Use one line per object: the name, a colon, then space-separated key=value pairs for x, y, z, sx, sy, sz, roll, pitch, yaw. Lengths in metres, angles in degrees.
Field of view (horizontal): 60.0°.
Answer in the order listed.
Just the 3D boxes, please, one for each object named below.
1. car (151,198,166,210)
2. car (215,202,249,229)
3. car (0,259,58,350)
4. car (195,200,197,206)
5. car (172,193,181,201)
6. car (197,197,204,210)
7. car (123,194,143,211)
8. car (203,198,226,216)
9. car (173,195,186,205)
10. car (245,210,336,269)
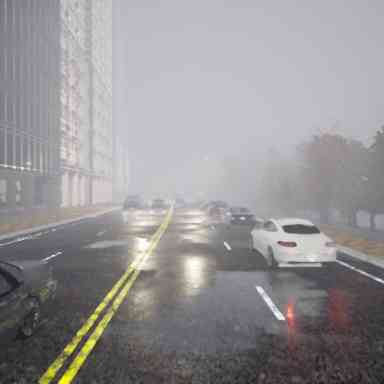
car: x=-4.448 y=1.604 z=44.463 sx=1.882 sy=1.535 sz=5.008 roll=0 pitch=0 yaw=-3
car: x=2.965 y=1.612 z=22.232 sx=2.033 sy=1.411 sz=5.357 roll=0 pitch=0 yaw=-1
car: x=-3.369 y=1.562 z=3.805 sx=2.033 sy=1.411 sz=5.357 roll=0 pitch=0 yaw=0
car: x=1.572 y=1.639 z=55.367 sx=2.128 sy=1.511 sz=4.902 roll=0 pitch=0 yaw=-3
car: x=-3.939 y=1.288 z=85.733 sx=2.150 sy=2.045 sz=5.566 roll=0 pitch=0 yaw=-5
car: x=2.165 y=1.669 z=44.326 sx=2.033 sy=1.411 sz=5.357 roll=0 pitch=0 yaw=-3
car: x=-7.672 y=1.349 z=43.814 sx=2.150 sy=2.045 sz=5.566 roll=0 pitch=0 yaw=-3
car: x=2.629 y=1.598 z=33.309 sx=2.163 sy=1.488 sz=4.792 roll=0 pitch=0 yaw=-2
car: x=-2.232 y=1.731 z=63.948 sx=1.994 sy=1.385 sz=4.181 roll=0 pitch=0 yaw=-4
car: x=3.173 y=1.559 z=11.173 sx=1.812 sy=1.442 sz=4.674 roll=0 pitch=0 yaw=-1
